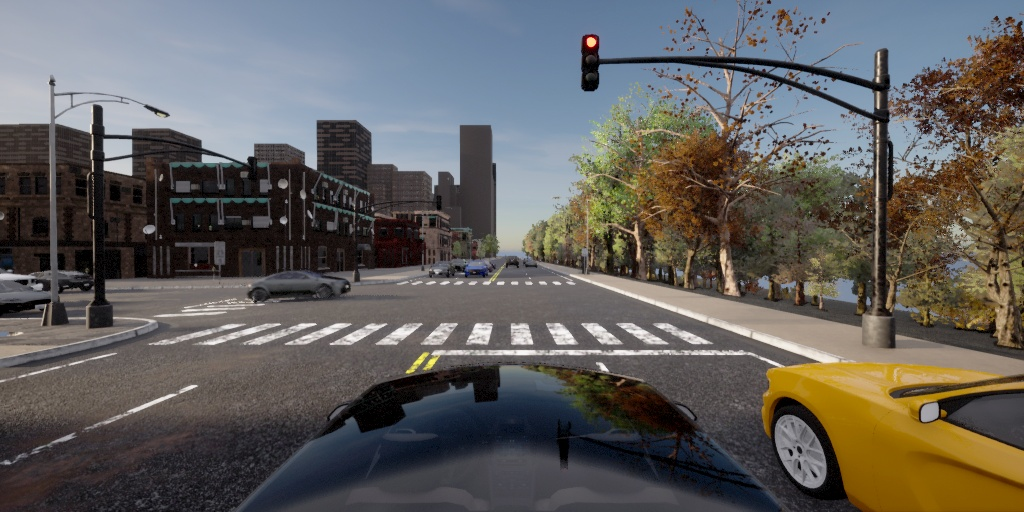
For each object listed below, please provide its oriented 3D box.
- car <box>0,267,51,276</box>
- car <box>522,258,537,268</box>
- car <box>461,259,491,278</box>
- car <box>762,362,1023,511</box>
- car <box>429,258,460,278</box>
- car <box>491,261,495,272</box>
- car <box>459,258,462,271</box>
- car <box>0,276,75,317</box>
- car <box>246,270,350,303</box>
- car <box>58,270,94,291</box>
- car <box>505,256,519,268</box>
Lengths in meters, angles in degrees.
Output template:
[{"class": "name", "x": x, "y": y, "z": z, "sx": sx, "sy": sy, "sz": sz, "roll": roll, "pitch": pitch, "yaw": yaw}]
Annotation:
[{"class": "car", "x": -25.054, "y": 1.253, "z": 16.241, "sx": 5.566, "sy": 2.045, "sz": 2.150, "roll": -1, "pitch": 1, "yaw": 0}, {"class": "car", "x": 3.285, "y": 1.291, "z": 61.956, "sx": 1.994, "sy": 1.385, "sz": 4.181, "roll": 0, "pitch": 0, "yaw": 0}, {"class": "car", "x": -3.376, "y": 1.217, "z": 34.733, "sx": 1.882, "sy": 1.535, "sz": 5.008, "roll": 0, "pitch": 0, "yaw": 0}, {"class": "car", "x": 3.351, "y": 1.228, "z": 1.432, "sx": 1.882, "sy": 1.535, "sz": 5.008, "roll": 0, "pitch": 0, "yaw": 0}, {"class": "car", "x": -6.625, "y": 1.231, "z": 34.342, "sx": 2.128, "sy": 1.511, "sz": 4.902, "roll": 0, "pitch": 0, "yaw": 0}, {"class": "car", "x": -3.382, "y": 1.261, "z": 44.130, "sx": 1.812, "sy": 1.442, "sz": 4.674, "roll": 0, "pitch": 0, "yaw": 0}, {"class": "car", "x": -6.635, "y": 1.087, "z": 44.216, "sx": 2.097, "sy": 1.767, "sz": 4.553, "roll": 0, "pitch": 0, "yaw": 0}, {"class": "car", "x": -19.959, "y": 1.565, "z": 13.537, "sx": 4.313, "sy": 1.339, "sz": 1.948, "roll": 0, "pitch": 0, "yaw": 0}, {"class": "car", "x": -9.948, "y": 1.351, "z": 16.947, "sx": 4.181, "sy": 1.385, "sz": 1.994, "roll": -2, "pitch": 0, "yaw": -10}, {"class": "car", "x": -28.302, "y": 1.560, "z": 22.040, "sx": 4.403, "sy": 1.370, "sz": 2.007, "roll": 0, "pitch": 0, "yaw": 0}, {"class": "car", "x": 0.037, "y": 0.947, "z": 61.379, "sx": 2.150, "sy": 2.045, "sz": 5.566, "roll": 0, "pitch": 0, "yaw": 0}]
